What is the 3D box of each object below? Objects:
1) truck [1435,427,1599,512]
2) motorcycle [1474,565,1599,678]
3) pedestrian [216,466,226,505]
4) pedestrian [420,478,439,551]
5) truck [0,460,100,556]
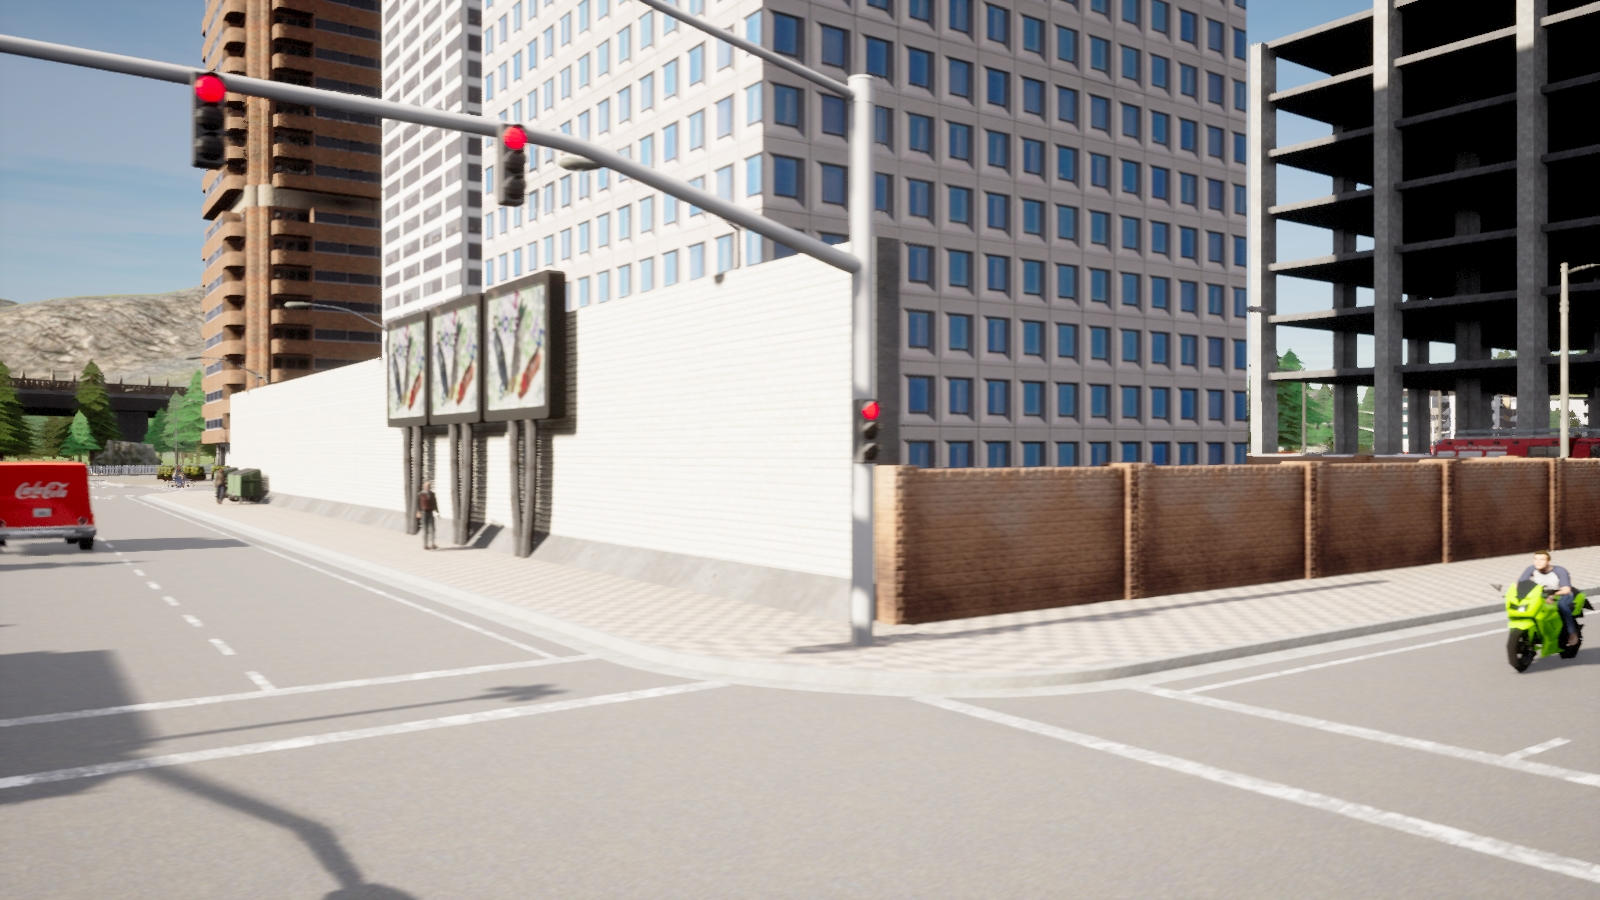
[{"bbox_3d":[35.303,0.867,54.417,2.891,3.827,8.468,0,0,-35],"label":"truck"},{"bbox_3d":[9.655,2.179,14.816,2.033,1.199,0.803,0,0,-35],"label":"motorcycle"},{"bbox_3d":[-27.492,1.673,54.225,0.375,1.860,0.375,0,0,-33],"label":"pedestrian"},{"bbox_3d":[-9.563,1.653,29.500,0.375,1.860,0.375,0,0,-34],"label":"pedestrian"},{"bbox_3d":[-21.665,1.536,32.509,2.627,2.467,5.204,0,0,-36],"label":"truck"}]
